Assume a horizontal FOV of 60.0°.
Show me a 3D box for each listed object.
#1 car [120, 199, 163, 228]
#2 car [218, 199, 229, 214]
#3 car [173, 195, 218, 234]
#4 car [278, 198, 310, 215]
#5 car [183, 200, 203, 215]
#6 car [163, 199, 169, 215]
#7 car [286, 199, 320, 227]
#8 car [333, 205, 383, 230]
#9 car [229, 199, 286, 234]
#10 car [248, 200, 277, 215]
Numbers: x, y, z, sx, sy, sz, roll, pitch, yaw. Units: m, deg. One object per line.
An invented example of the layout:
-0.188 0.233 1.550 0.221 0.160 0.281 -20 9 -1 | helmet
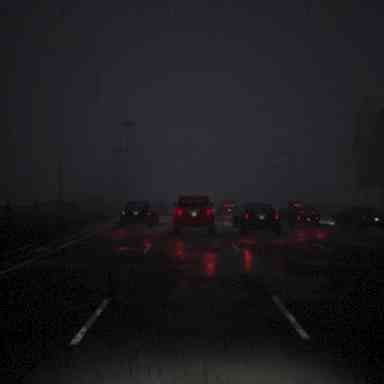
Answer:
-3.398 1.325 22.340 2.097 1.767 4.553 0 0 0 | car
3.577 1.464 34.233 1.837 1.490 4.892 0 0 -1 | car
0.100 1.196 19.112 2.150 2.045 5.566 0 0 0 | car
10.569 1.463 34.850 1.837 1.490 4.892 0 0 -1 | car
0.089 1.560 33.984 1.895 1.301 4.718 0 0 0 | car
-3.410 1.437 33.646 1.882 1.535 5.008 0 0 0 | car
7.101 1.465 22.696 2.128 1.511 4.902 0 0 0 | car
10.601 1.539 21.105 1.994 1.385 4.181 0 0 0 | car
3.602 1.329 19.255 2.097 1.767 4.553 0 0 0 | car
7.087 1.524 33.756 1.994 1.385 4.181 0 0 0 | car
